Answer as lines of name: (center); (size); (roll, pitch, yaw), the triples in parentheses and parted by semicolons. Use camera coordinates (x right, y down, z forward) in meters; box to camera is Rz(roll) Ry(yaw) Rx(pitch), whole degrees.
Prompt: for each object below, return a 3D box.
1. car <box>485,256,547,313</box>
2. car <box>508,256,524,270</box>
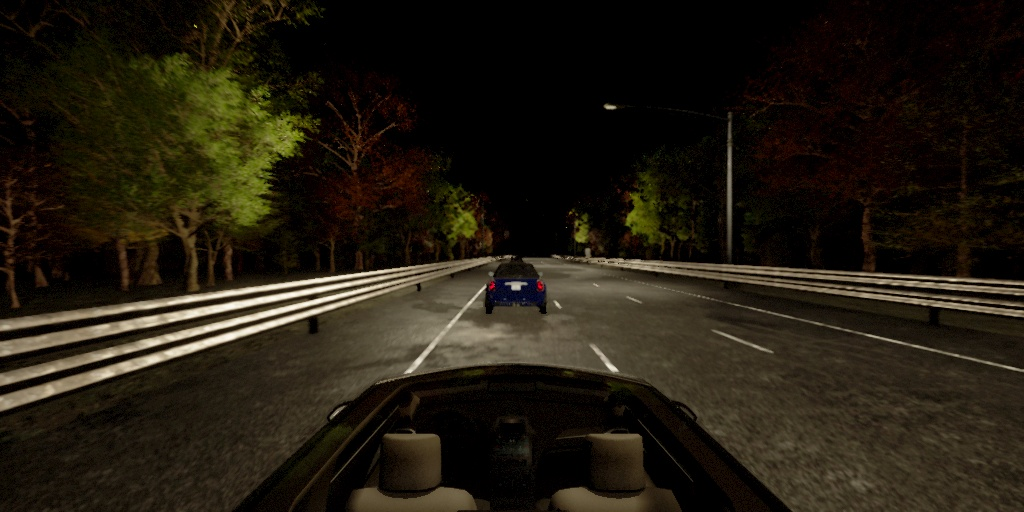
car: (0.142, 1.017, 13.745); (2.097, 1.767, 4.553); (0, 0, 0)
car: (0.596, 0.853, 47.316); (2.033, 1.649, 4.856); (0, 0, 1)
